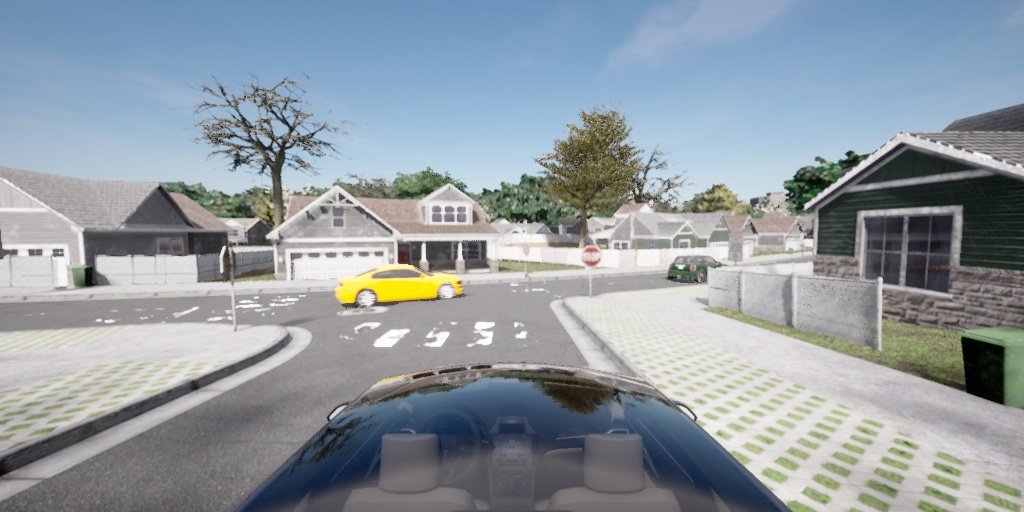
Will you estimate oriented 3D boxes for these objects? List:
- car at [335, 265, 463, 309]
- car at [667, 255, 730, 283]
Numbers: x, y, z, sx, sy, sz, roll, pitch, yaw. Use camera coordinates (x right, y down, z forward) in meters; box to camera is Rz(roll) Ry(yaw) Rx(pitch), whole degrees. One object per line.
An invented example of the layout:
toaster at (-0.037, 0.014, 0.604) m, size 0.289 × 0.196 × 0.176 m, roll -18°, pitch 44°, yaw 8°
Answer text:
car at (-4.542, 1.118, 14.875) m, size 5.008 × 1.535 × 1.882 m, roll -2°, pitch 3°, yaw -23°
car at (12.375, 0.706, 23.530) m, size 4.553 × 1.767 × 2.097 m, roll -1°, pitch 4°, yaw -31°
